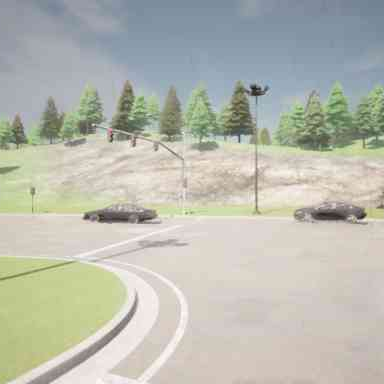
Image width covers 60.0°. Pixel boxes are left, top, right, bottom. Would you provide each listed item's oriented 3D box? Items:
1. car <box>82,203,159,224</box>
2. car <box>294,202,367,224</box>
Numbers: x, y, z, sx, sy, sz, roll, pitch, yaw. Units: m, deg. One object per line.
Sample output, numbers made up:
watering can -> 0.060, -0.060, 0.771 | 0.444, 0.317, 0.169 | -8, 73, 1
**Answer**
car -> -5.161, 1.547, 24.291 | 5.357, 1.411, 2.033 | 0, 0, 11
car -> 9.981, 1.491, 24.238 | 4.902, 1.511, 2.128 | 0, 0, 16
